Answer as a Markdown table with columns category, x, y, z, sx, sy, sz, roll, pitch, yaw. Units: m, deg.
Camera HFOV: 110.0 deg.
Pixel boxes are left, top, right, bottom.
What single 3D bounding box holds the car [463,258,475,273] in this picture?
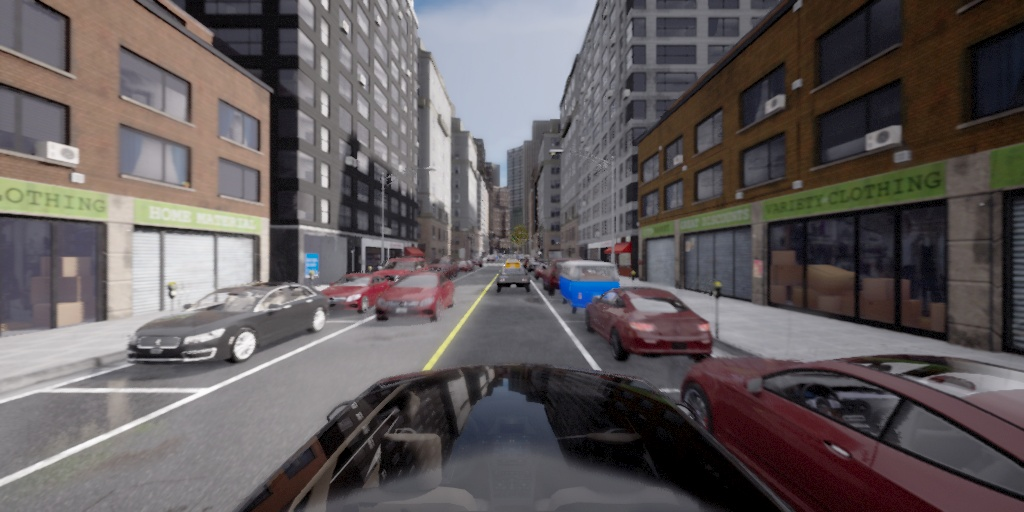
| category | x | y | z | sx | sy | sz | roll | pitch | yaw |
| --- | --- | --- | --- | --- | --- | --- | --- | --- | --- |
| car | -5.770 | 1.226 | 41.309 | 1.888 | 1.381 | 4.507 | 0 | 0 | 0 |

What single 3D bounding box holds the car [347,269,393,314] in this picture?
| category | x | y | z | sx | sy | sz | roll | pitch | yaw |
| --- | --- | --- | --- | --- | --- | --- | --- | --- | --- |
| car | -5.765 | 1.317 | 13.544 | 1.802 | 1.307 | 4.207 | 0 | 0 | 0 |

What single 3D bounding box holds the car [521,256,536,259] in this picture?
| category | x | y | z | sx | sy | sz | roll | pitch | yaw |
| --- | --- | --- | --- | --- | --- | --- | --- | --- | --- |
| car | 2.753 | 0.957 | 52.410 | 2.192 | 1.841 | 5.009 | 0 | 0 | 0 |

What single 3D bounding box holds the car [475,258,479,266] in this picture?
| category | x | y | z | sx | sy | sz | roll | pitch | yaw |
| --- | --- | --- | --- | --- | --- | --- | --- | --- | --- |
| car | -5.771 | 1.245 | 46.860 | 1.802 | 1.307 | 4.207 | 0 | 0 | 0 |

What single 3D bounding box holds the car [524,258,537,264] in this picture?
| category | x | y | z | sx | sy | sz | roll | pitch | yaw |
| --- | --- | --- | --- | --- | --- | --- | --- | --- | --- |
| car | 2.755 | 1.247 | 41.304 | 1.948 | 1.339 | 4.313 | 0 | 0 | 0 |

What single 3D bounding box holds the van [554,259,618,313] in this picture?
| category | x | y | z | sx | sy | sz | roll | pitch | yaw |
| --- | --- | --- | --- | --- | --- | --- | --- | --- | --- |
| van | 2.760 | 1.076 | 13.542 | 1.690 | 1.789 | 3.998 | 0 | 0 | 0 |

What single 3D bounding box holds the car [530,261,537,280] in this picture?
| category | x | y | z | sx | sy | sz | roll | pitch | yaw |
| --- | --- | --- | --- | --- | --- | --- | --- | --- | --- |
| car | 2.757 | 1.288 | 30.197 | 1.802 | 1.307 | 4.207 | 0 | 0 | 0 |

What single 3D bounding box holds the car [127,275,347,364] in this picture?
| category | x | y | z | sx | sy | sz | roll | pitch | yaw |
| --- | --- | --- | --- | --- | --- | --- | --- | --- | --- |
| car | -5.763 | 1.295 | 7.992 | 2.007 | 1.370 | 4.403 | 0 | 0 | 0 |

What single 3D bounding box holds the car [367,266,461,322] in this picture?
| category | x | y | z | sx | sy | sz | roll | pitch | yaw |
| --- | --- | --- | --- | --- | --- | --- | --- | --- | --- |
| car | -3.090 | 1.263 | 12.372 | 1.812 | 1.442 | 4.674 | 0 | 0 | 0 |

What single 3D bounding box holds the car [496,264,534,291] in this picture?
| category | x | y | z | sx | sy | sz | roll | pitch | yaw |
| --- | --- | --- | --- | --- | --- | --- | --- | --- | --- |
| car | 0.085 | 1.322 | 21.438 | 1.895 | 1.301 | 4.718 | 0 | 0 | 0 |

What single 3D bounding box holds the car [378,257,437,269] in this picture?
| category | x | y | z | sx | sy | sz | roll | pitch | yaw |
| --- | --- | --- | --- | --- | --- | --- | --- | --- | --- |
| car | -5.766 | 1.040 | 19.096 | 2.192 | 1.841 | 5.009 | 0 | 0 | 0 |

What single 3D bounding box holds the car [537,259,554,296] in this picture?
| category | x | y | z | sx | sy | sz | roll | pitch | yaw |
| --- | --- | --- | --- | --- | --- | --- | --- | --- | --- |
| car | 2.759 | 1.040 | 19.093 | 2.192 | 1.841 | 5.009 | 0 | 0 | 0 |

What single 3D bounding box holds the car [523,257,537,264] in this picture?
| category | x | y | z | sx | sy | sz | roll | pitch | yaw |
| --- | --- | --- | --- | --- | --- | --- | --- | --- | --- |
| car | 2.754 | 1.188 | 47.026 | 1.751 | 1.417 | 4.829 | 0 | 0 | 0 |

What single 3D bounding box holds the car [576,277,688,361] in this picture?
| category | x | y | z | sx | sy | sz | roll | pitch | yaw |
| --- | --- | --- | --- | --- | --- | --- | --- | --- | --- |
| car | 2.762 | 1.327 | 7.990 | 1.802 | 1.307 | 4.207 | 0 | 0 | 0 |

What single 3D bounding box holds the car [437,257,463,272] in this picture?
| category | x | y | z | sx | sy | sz | roll | pitch | yaw |
| --- | --- | --- | --- | --- | --- | --- | --- | --- | --- |
| car | -5.768 | 1.020 | 30.201 | 2.192 | 1.841 | 5.009 | 0 | 0 | 0 |

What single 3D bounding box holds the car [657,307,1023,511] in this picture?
| category | x | y | z | sx | sy | sz | roll | pitch | yaw |
| --- | --- | --- | --- | --- | --- | --- | --- | --- | --- |
| car | 2.763 | 1.332 | 2.434 | 1.802 | 1.307 | 4.207 | 0 | 0 | 0 |

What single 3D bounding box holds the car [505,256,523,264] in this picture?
| category | x | y | z | sx | sy | sz | roll | pitch | yaw |
| --- | --- | --- | --- | --- | --- | --- | --- | --- | --- |
| car | 0.091 | 1.140 | 47.089 | 1.882 | 1.535 | 5.008 | 0 | 0 | 0 |

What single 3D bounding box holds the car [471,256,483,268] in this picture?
| category | x | y | z | sx | sy | sz | roll | pitch | yaw |
| --- | --- | --- | --- | --- | --- | --- | --- | --- | --- |
| car | -5.774 | 0.933 | 57.967 | 2.192 | 1.841 | 5.009 | 0 | 0 | 0 |
